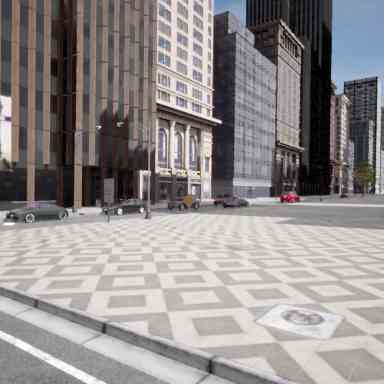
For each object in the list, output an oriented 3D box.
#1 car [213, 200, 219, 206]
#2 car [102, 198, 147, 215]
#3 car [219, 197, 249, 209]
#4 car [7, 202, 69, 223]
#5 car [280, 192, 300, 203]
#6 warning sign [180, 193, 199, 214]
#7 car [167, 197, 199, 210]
[{"bbox_3d":[4.969,1.395,48.036,1.895,1.301,4.718,1,1,36],"label":"car"},{"bbox_3d":[-6.435,1.377,31.988,1.837,1.490,4.892,1,1,35],"label":"car"},{"bbox_3d":[5.883,1.423,43.861,1.994,1.385,4.181,1,1,35],"label":"car"},{"bbox_3d":[-11.447,1.470,24.911,1.994,1.385,4.181,1,1,35],"label":"car"},{"bbox_3d":[18.013,0.991,61.020,2.150,2.045,5.566,1,1,36],"label":"car"},{"bbox_3d":[-0.242,1.077,30.668,1.300,1.860,1.060,1,1,35],"label":"warning sign"},{"bbox_3d":[-0.988,1.340,39.681,1.837,1.490,4.892,1,1,35],"label":"car"}]
